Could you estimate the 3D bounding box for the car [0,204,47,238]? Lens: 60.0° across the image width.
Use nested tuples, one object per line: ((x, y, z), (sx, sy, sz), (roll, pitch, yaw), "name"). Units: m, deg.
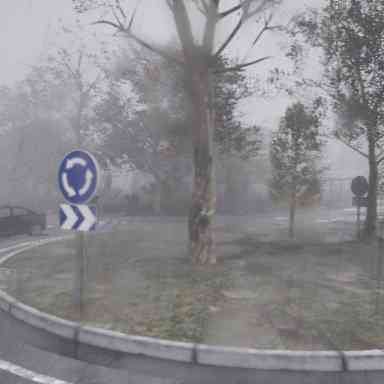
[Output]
((-8.477, 1.314, 14.135), (1.882, 1.535, 5.008), (-1, 0, 17), "car")
